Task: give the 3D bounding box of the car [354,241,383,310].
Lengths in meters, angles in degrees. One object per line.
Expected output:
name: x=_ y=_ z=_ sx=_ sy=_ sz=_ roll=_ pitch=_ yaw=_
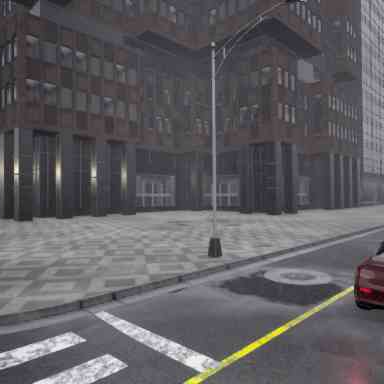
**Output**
car: x=4.838 y=1.535 z=6.820 sx=1.812 sy=1.442 sz=4.674 roll=-1 pitch=-1 yaw=44
